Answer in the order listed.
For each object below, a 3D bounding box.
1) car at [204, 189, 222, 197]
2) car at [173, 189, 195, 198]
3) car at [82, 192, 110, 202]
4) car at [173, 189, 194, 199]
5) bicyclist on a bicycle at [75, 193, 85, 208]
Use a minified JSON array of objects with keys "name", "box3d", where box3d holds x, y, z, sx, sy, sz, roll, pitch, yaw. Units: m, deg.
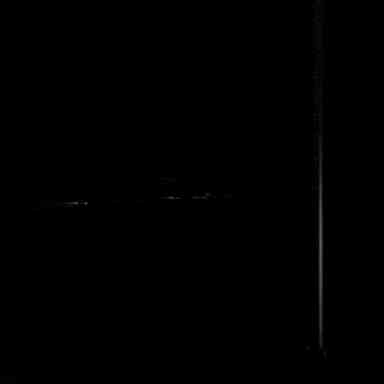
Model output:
[{"name":"car","box3d":[4.284,0.166,66.513,2.128,1.511,4.902,2,2,35]},{"name":"car","box3d":[-1.503,0.220,64.401,1.837,1.490,4.892,2,2,35]},{"name":"car","box3d":[-13.753,0.708,47.287,1.994,1.385,4.181,2,2,35]},{"name":"car","box3d":[-1.448,0.430,58.349,1.994,1.385,4.181,2,2,36]},{"name":"bicyclist on a bicycle","box3d":[-12.234,0.935,36.298,1.656,1.620,0.582,0,1,35]}]
